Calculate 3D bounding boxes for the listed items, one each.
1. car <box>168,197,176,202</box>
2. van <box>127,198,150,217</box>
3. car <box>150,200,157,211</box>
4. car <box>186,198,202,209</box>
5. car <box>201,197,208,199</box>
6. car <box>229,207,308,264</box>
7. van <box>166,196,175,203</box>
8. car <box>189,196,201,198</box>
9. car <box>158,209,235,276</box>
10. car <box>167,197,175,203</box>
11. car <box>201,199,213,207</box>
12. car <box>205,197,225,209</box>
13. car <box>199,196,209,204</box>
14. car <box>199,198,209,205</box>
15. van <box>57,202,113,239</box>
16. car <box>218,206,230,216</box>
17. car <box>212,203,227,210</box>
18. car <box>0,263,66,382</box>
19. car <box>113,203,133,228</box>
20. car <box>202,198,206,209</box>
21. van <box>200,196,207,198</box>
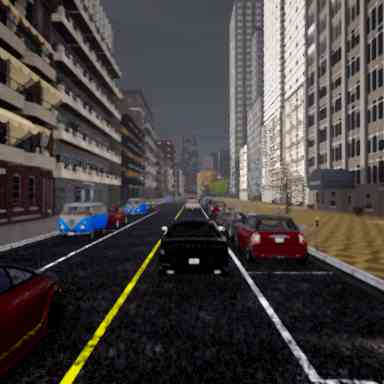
[{"bbox_3d":[-5.689,2.225,95.009,1.947,1.339,4.313,0,0,0],"label":"car"},{"bbox_3d":[-5.687,1.557,34.261,1.690,1.788,3.998,0,0,0],"label":"van"},{"bbox_3d":[-5.688,1.841,45.305,2.008,1.369,4.403,0,0,0],"label":"car"},{"bbox_3d":[0.100,1.902,46.889,1.895,1.301,4.718,0,0,0],"label":"car"},{"bbox_3d":[2.693,1.873,50.828,1.887,1.381,4.507,0,0,0],"label":"car"},{"bbox_3d":[2.695,1.516,12.169,1.967,1.590,4.097,0,0,0],"label":"car"},{"bbox_3d":[-5.688,1.914,83.965,1.690,1.788,3.998,0,0,0],"label":"van"},{"bbox_3d":[0.099,1.784,64.845,2.097,1.767,4.553,0,0,0],"label":"car"},{"bbox_3d":[0.032,1.543,10.570,1.882,1.535,5.008,0,0,0],"label":"car"},{"bbox_3d":[-5.689,2.139,89.317,1.752,1.417,4.829,0,0,0],"label":"car"},{"bbox_3d":[2.693,1.959,61.873,2.008,1.369,4.403,0,0,0],"label":"car"},{"bbox_3d":[2.694,1.656,34.260,1.967,1.590,4.097,0,0,0],"label":"car"},{"bbox_3d":[2.693,1.845,78.444,2.192,1.841,5.009,0,0,0],"label":"car"},{"bbox_3d":[2.693,2.040,72.918,2.008,1.369,4.403,0,0,0],"label":"car"},{"bbox_3d":[-5.686,1.451,17.694,1.690,1.788,3.998,0,0,0],"label":"van"},{"bbox_3d":[2.694,1.661,17.691,2.008,1.369,4.403,0,0,0],"label":"car"},{"bbox_3d":[2.694,1.696,23.215,2.008,1.369,4.403,0,0,0],"label":"car"},{"bbox_3d":[-3.100,1.588,3.882,1.994,1.385,4.181,0,0,0],"label":"car"},{"bbox_3d":[-5.687,1.690,23.215,1.887,1.381,4.507,0,0,0],"label":"car"},{"bbox_3d":[2.693,1.856,45.305,1.947,1.339,4.313,0,0,0],"label":"car"},{"bbox_3d":[2.693,1.709,56.353,1.690,1.788,3.998,0,0,0],"label":"van"}]
